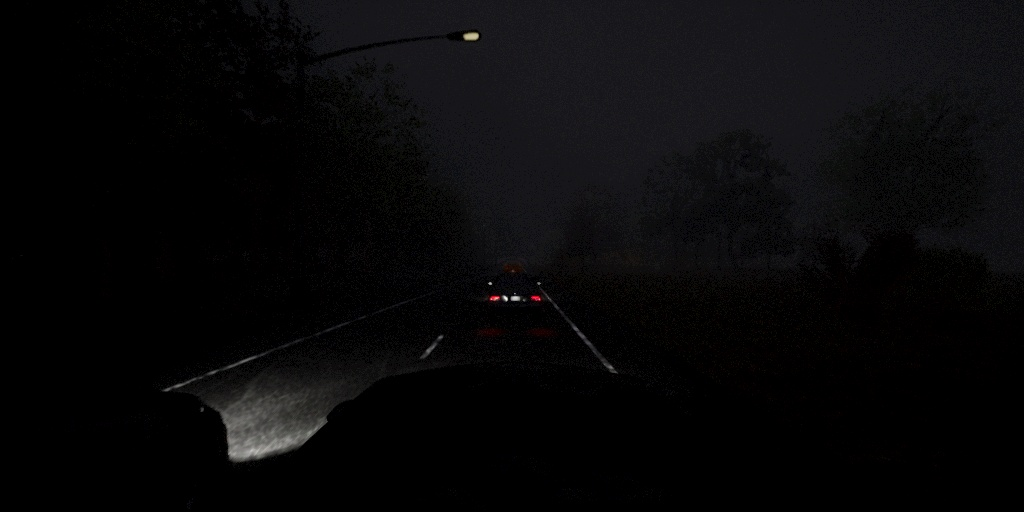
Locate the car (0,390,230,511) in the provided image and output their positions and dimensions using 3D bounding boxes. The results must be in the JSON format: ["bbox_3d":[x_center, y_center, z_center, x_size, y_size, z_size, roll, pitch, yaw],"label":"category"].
[{"bbox_3d":[-3.369,1.314,1.263,1.994,1.385,4.181,0,0,1],"label":"car"}]

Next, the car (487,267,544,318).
[{"bbox_3d":[0.099,1.298,13.038,2.033,1.411,5.357,0,0,0],"label":"car"}]

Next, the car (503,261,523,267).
[{"bbox_3d":[0.094,1.230,35.792,1.882,1.535,5.008,0,0,0],"label":"car"}]
